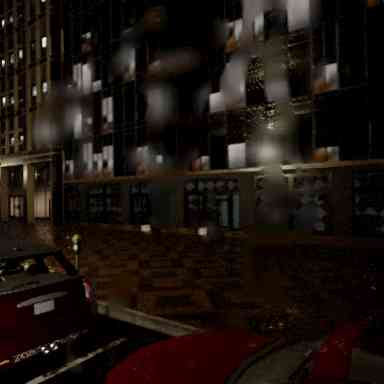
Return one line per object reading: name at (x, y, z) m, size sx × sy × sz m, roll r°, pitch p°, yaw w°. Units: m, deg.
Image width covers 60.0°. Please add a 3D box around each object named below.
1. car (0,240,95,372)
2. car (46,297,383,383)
car at (-3.444, 1.501, 5.339) m, size 4.097 × 1.590 × 1.967 m, roll -1°, pitch -1°, yaw 35°
car at (1.131, 1.584, 2.078) m, size 4.206 × 1.307 × 1.802 m, roll -1°, pitch -1°, yaw 35°
